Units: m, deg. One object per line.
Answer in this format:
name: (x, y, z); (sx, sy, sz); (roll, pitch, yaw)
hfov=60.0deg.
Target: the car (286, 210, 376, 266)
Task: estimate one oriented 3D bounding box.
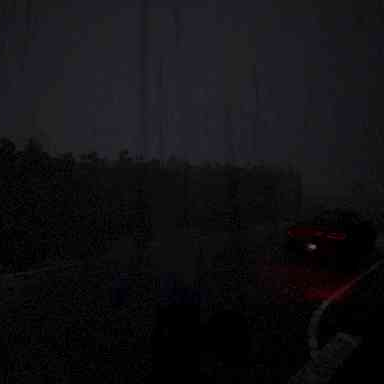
car: (4.851, 1.342, 11.242); (1.882, 1.535, 5.008); (0, 1, 37)
